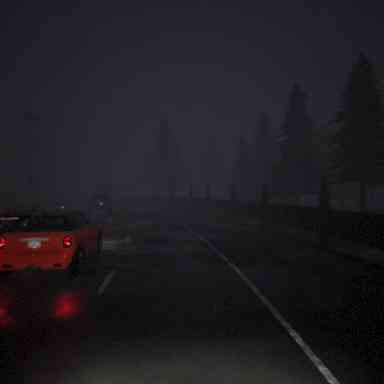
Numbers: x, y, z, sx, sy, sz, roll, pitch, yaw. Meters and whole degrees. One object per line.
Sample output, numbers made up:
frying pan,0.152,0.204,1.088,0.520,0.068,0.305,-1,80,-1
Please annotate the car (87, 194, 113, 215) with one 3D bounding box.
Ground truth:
car,-9.308,1.184,33.568,2.150,2.045,5.566,0,0,-19

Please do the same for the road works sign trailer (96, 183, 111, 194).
road works sign trailer,-14.314,0.403,53.456,2.380,3.560,2.880,0,0,-32

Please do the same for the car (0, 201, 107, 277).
car,-4.190,1.343,10.508,2.097,1.767,4.553,0,0,-6
